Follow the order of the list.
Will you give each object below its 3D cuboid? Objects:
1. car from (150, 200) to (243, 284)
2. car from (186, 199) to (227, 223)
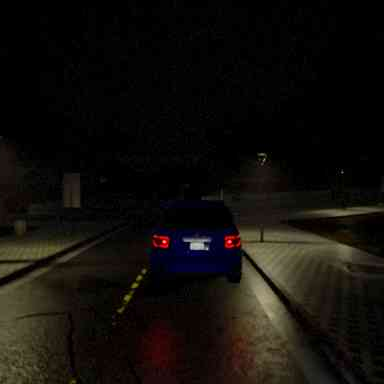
[{"bbox_3d":[0.108,1.225,9.702,2.150,2.045,5.566,0,0,0],"label":"car"},{"bbox_3d":[1.284,1.461,26.463,1.882,1.535,5.008,-1,0,20],"label":"car"}]
